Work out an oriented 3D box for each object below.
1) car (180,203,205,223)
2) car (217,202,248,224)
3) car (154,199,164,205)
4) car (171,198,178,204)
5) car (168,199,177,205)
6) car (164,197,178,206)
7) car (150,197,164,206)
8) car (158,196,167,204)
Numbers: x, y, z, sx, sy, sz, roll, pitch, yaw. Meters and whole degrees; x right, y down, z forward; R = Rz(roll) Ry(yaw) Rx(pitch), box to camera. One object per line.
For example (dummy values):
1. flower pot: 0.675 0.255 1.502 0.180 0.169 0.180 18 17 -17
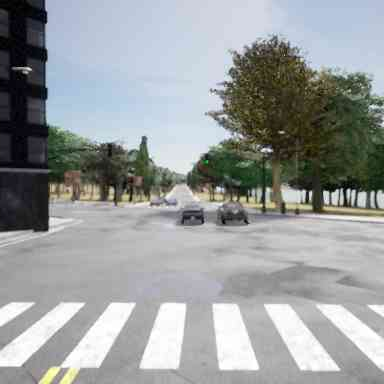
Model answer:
1. car: 0.046 1.714 28.254 1.837 1.490 4.892 0 1 0
2. car: 3.301 1.565 27.669 2.097 1.767 4.553 0 1 0
3. car: -7.789 2.327 79.070 2.033 1.411 5.357 0 -1 -2
4. car: -4.965 2.549 92.775 1.837 1.490 4.892 0 -1 -2
5. car: -4.518 2.367 78.418 1.895 1.301 4.718 0 -1 -2
6. car: -4.149 2.110 66.582 1.812 1.442 4.674 0 -1 -2
7. car: -7.413 2.140 66.996 2.033 1.411 5.357 0 -1 -2
8. car: -8.251 2.298 93.893 2.150 2.045 5.566 0 -1 -2
